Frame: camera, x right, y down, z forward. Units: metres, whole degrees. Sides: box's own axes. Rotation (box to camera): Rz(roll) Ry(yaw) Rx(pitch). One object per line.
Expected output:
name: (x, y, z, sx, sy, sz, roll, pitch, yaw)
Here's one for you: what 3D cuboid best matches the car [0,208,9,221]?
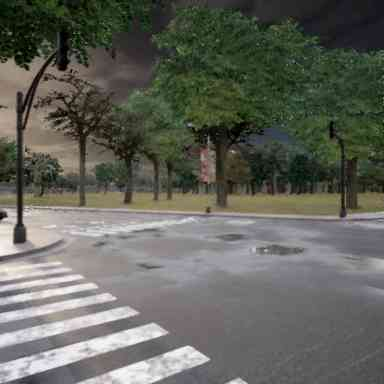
car: (-16.164, 1.444, 25.144, 5.357, 1.411, 2.033, 0, 0, 31)
